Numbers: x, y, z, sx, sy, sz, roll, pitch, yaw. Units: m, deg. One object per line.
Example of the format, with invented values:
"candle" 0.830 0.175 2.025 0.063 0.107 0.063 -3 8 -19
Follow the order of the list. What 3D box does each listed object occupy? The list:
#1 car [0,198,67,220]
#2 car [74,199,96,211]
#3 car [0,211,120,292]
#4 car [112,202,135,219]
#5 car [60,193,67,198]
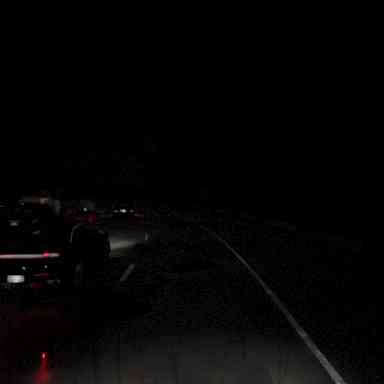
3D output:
"car" -7.500 1.346 15.768 2.097 1.767 4.553 0 0 -5
"car" -11.159 1.514 35.040 1.812 1.442 4.674 0 0 -16
"car" -3.539 1.489 8.952 2.128 1.511 4.902 0 0 -2
"car" -5.819 1.538 28.349 2.033 1.411 5.357 0 0 -12
"car" -35.487 1.195 88.867 5.566 2.045 2.150 0 0 42
